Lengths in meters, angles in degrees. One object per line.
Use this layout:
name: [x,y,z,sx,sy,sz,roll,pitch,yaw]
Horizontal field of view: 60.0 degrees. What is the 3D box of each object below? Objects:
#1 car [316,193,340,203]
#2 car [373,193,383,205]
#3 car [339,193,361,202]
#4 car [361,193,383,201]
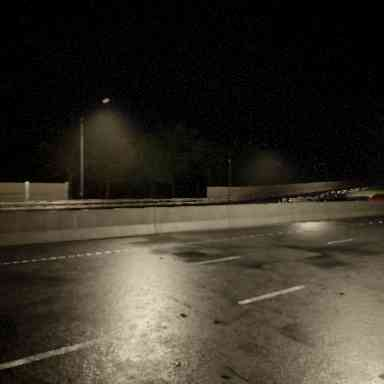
car: [20.590,1.198,48.690,5.566,2.045,2.150,0,0,-35]
car: [34.306,1.222,58.380,5.566,2.045,2.150,0,0,-35]
car: [23.085,1.330,46.171,4.553,1.767,2.097,0,0,-35]
car: [24.682,1.198,43.016,5.566,2.045,2.150,0,0,-35]
